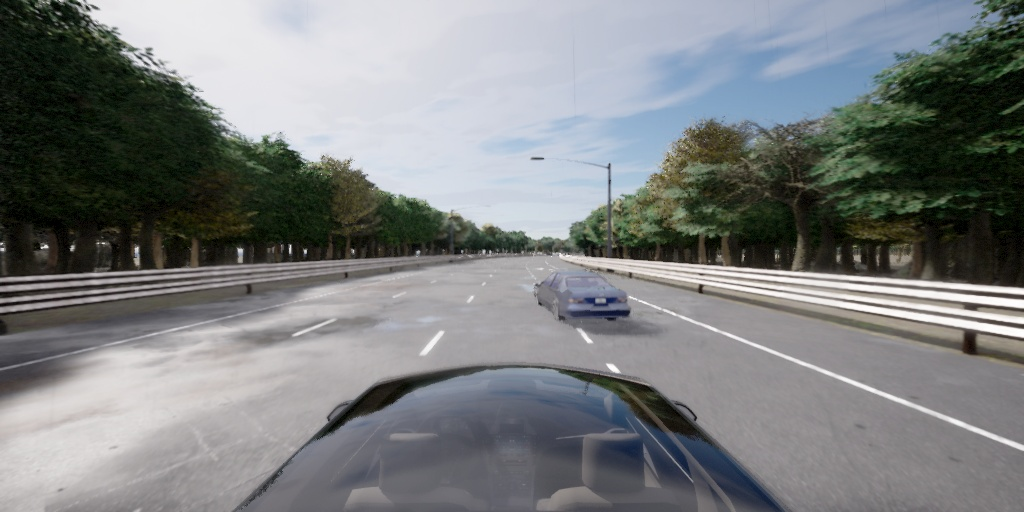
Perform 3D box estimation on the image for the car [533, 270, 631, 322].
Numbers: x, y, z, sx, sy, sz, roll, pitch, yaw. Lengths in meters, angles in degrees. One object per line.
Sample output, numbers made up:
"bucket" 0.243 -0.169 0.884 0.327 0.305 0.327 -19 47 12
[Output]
"car" 2.013 1.179 11.796 2.033 1.411 5.357 0 1 -6
